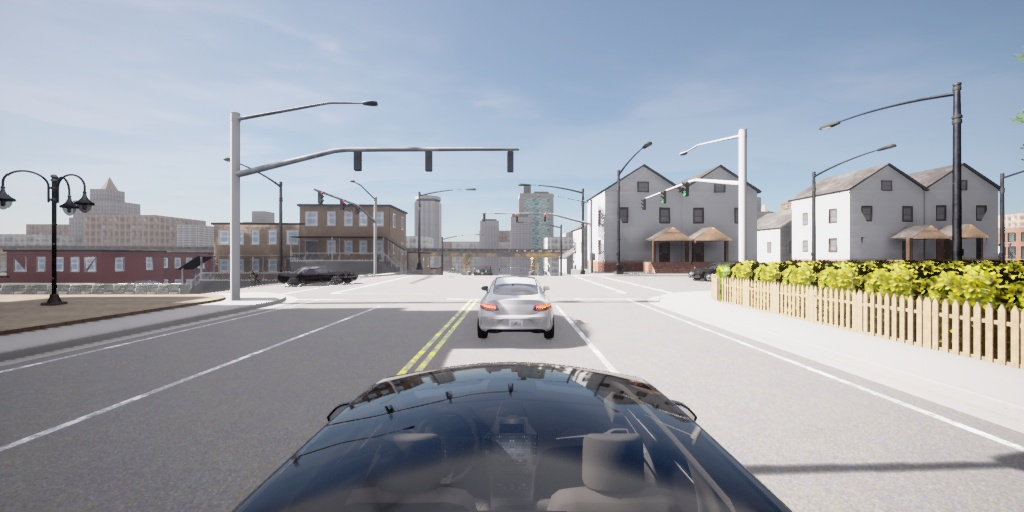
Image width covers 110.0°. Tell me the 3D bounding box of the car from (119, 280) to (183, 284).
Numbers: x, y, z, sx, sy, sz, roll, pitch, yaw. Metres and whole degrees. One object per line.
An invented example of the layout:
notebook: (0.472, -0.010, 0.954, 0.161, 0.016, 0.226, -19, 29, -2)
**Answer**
car: (-25.423, 2.408, 24.630, 4.902, 1.511, 2.128, -9, 0, -1)

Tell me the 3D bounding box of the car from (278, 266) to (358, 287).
car: (-13.243, 1.377, 24.723, 4.718, 1.301, 1.895, -2, 0, 0)

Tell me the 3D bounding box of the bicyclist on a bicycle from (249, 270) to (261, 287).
bicyclist on a bicycle: (-25.569, 2.214, 35.577, 0.582, 1.620, 1.656, -8, 0, 0)

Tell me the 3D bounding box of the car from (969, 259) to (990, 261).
car: (36.927, 1.102, 29.026, 4.553, 1.767, 2.097, 0, 0, -1)

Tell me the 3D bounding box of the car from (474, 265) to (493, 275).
car: (-3.521, 2.162, 45.241, 2.150, 2.045, 5.566, 0, -9, 0)

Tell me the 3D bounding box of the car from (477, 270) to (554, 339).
car: (0.101, 1.276, 10.000, 1.812, 1.442, 4.674, 0, 0, 0)

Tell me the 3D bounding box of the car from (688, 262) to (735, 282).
car: (16.794, 1.255, 28.810, 4.892, 1.490, 1.837, 0, 0, -1)
